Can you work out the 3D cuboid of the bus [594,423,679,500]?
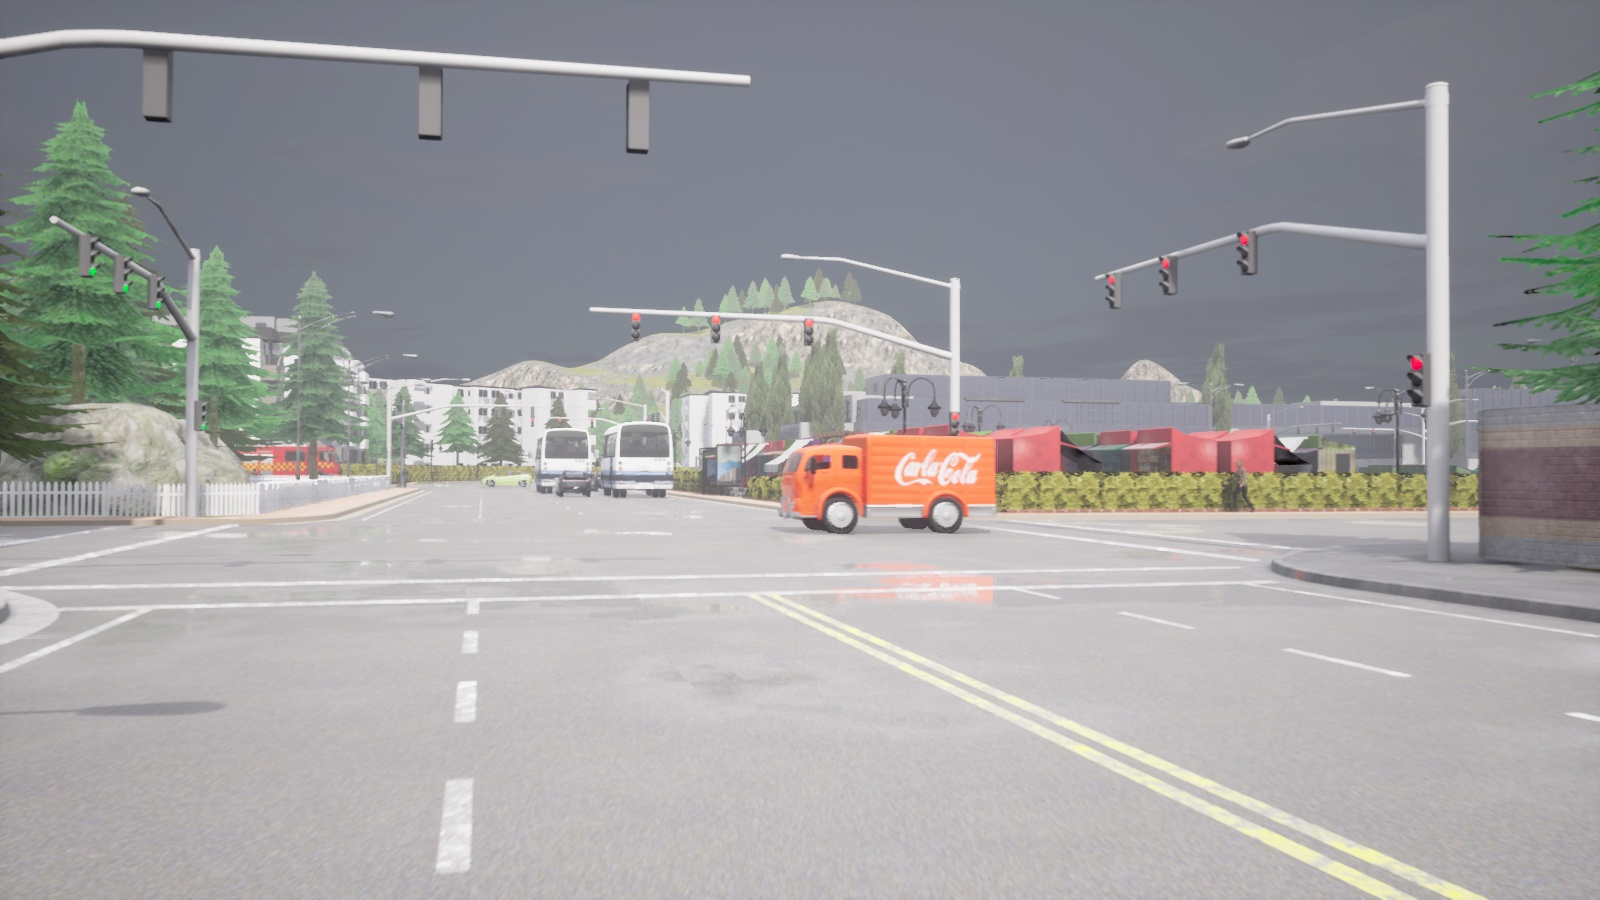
[{"bbox_3d":[-9.885,0.728,74.758,3.944,4.253,10.273,0,-1,-14],"label":"bus"}]

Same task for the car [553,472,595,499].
[{"bbox_3d":[-13.450,2.073,74.595,2.128,1.511,4.902,0,-1,-14],"label":"car"}]

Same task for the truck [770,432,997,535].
[{"bbox_3d":[2.065,0.846,31.968,5.204,2.467,2.627,0,-1,-15],"label":"truck"}]

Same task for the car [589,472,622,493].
[{"bbox_3d":[-14.350,2.366,92.509,2.007,1.525,4.514,0,-1,-14],"label":"car"}]

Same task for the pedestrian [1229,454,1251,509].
[{"bbox_3d":[14.912,1.065,42.554,0.634,1.846,0.331,0,-1,-16],"label":"pedestrian"}]

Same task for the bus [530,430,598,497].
[{"bbox_3d":[-16.228,0.935,85.630,3.944,4.253,10.273,0,-1,-14],"label":"bus"}]
